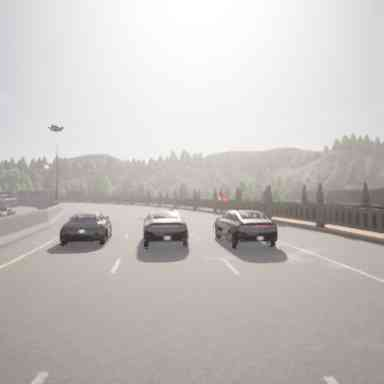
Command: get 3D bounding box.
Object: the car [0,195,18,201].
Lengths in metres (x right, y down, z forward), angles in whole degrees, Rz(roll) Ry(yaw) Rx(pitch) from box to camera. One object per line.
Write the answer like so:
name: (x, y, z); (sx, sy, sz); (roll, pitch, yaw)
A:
car: (-33.034, 1.556, 60.063); (2.150, 2.045, 5.566); (0, 0, -40)

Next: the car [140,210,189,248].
car: (-1.305, 1.554, 15.139); (2.128, 1.511, 4.902); (0, 0, -9)

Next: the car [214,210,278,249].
car: (2.256, 1.542, 14.975); (2.128, 1.511, 4.902); (0, 0, -8)

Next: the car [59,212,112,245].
car: (-5.006, 1.641, 16.064); (1.994, 1.385, 4.181); (0, 0, -10)

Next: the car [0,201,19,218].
car: (-14.222, 1.663, 24.438); (1.812, 1.442, 4.674); (0, 0, -16)

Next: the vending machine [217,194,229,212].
vending machine: (3.757, 1.339, 40.425); (1.100, 2.100, 0.880); (0, 0, -21)
